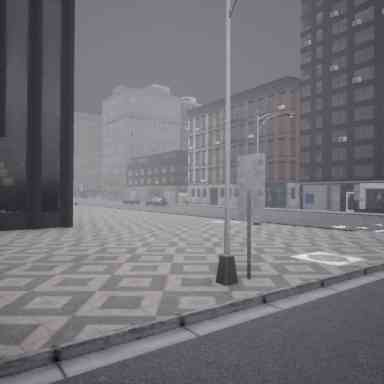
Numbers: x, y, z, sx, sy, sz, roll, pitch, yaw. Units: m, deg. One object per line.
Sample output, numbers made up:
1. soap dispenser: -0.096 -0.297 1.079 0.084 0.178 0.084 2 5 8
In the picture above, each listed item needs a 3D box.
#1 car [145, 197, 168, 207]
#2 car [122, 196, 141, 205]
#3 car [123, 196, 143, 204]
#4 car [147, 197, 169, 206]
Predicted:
1. car: -5.938 1.624 54.267 1.812 1.442 4.674 1 0 -36
2. car: -11.388 1.713 61.806 1.895 1.301 4.718 1 0 -36
3. car: -12.319 1.639 68.853 2.128 1.511 4.902 1 0 -36
4. car: -6.254 1.638 60.396 1.837 1.490 4.892 1 0 -36
